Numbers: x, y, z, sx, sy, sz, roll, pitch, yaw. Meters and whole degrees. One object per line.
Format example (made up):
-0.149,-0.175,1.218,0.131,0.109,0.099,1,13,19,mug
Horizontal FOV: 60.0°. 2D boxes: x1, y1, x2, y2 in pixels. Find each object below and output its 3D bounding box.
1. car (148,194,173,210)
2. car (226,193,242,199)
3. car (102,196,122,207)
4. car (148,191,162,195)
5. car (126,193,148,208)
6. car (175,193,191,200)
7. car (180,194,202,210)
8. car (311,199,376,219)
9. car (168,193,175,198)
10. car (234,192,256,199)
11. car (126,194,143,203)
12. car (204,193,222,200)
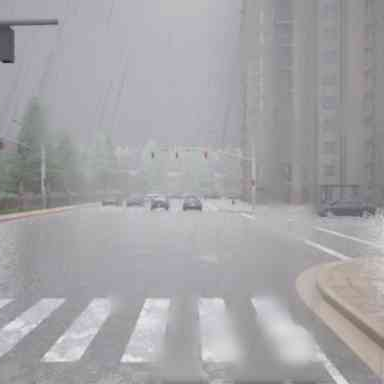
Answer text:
-3.475,1.235,37.139,1.812,1.442,4.674,0,0,0,car
10.092,1.006,75.357,4.718,1.301,1.895,0,1,-38,car
-10.648,1.216,44.504,1.994,1.385,4.181,0,0,0,car
-6.647,0.764,58.790,2.150,2.045,5.566,0,0,8,car
-7.159,1.172,42.574,1.837,1.490,4.892,0,0,0,car
-1.106,0.949,73.610,1.812,1.442,4.674,0,1,34,car
0.039,1.275,36.787,1.994,1.385,4.181,0,0,0,car
12.179,1.347,26.892,4.892,1.490,1.837,-1,1,-1,car
-4.733,0.943,74.446,1.812,1.442,4.674,0,1,30,car
13.005,0.889,81.274,4.902,1.511,2.128,0,0,-24,car
-10.126,1.065,58.962,1.812,1.442,4.674,0,1,7,car
4.703,0.912,75.200,1.837,1.490,4.892,0,1,43,car
